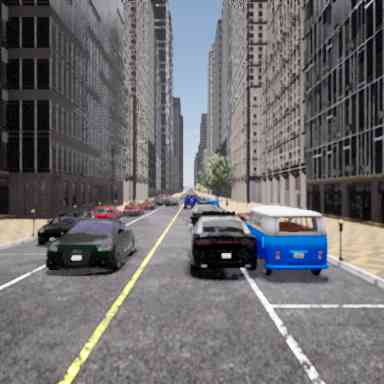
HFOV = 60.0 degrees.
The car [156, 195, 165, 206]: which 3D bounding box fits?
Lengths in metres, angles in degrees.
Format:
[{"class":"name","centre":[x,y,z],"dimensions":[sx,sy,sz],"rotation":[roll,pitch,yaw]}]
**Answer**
[{"class":"car","centre":[-5.741,1.652,55.757],"dimensions":[1.947,1.339,4.313],"rotation":[0,0,0]}]

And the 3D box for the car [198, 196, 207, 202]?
[{"class":"car","centre":[2.614,1.659,84.250],"dimensions":[2.008,1.369,4.403],"rotation":[0,0,0]}]

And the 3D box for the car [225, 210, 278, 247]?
[{"class":"car","centre":[2.673,1.611,15.885],"dimensions":[1.802,1.307,4.206],"rotation":[0,0,0]}]

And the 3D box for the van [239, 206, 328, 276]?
[{"class":"van","centre":[2.677,1.360,10.189],"dimensions":[1.690,1.788,3.998],"rotation":[0,0,0]}]

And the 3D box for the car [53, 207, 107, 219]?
[{"class":"car","centre":[-5.707,1.595,15.878],"dimensions":[1.947,1.339,4.313],"rotation":[0,0,0]}]

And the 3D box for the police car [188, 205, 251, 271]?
[{"class":"police car","centre":[0.891,1.446,11.182],"dimensions":[1.930,1.638,5.238],"rotation":[0,0,0]}]

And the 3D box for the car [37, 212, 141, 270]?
[{"class":"car","centre":[-3.110,1.584,10.957],"dimensions":[1.994,1.385,4.181],"rotation":[0,0,0]}]

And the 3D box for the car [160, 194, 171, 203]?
[{"class":"car","centre":[-5.757,1.416,72.849],"dimensions":[2.192,1.841,5.009],"rotation":[0,0,0]}]

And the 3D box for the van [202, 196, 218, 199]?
[{"class":"van","centre":[2.648,1.415,44.371],"dimensions":[1.690,1.788,3.998],"rotation":[0,0,0]}]

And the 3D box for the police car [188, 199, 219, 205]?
[{"class":"police car","centre":[0.882,1.464,21.182],"dimensions":[1.930,1.638,5.238],"rotation":[0,0,0]}]

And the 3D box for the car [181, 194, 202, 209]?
[{"class":"car","centre":[-0.038,1.298,47.641],"dimensions":[2.150,2.045,5.566],"rotation":[0,0,0]}]

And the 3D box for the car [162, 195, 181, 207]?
[{"class":"car","centre":[-3.122,1.648,52.646],"dimensions":[1.994,1.385,4.181],"rotation":[0,0,0]}]

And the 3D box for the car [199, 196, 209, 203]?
[{"class":"car","centre":[2.624,1.652,72.855],"dimensions":[2.008,1.369,4.403],"rotation":[0,0,0]}]

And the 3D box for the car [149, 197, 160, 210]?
[{"class":"car","centre":[-5.732,1.655,44.364],"dimensions":[1.802,1.307,4.206],"rotation":[0,0,0]}]

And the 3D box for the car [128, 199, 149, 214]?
[{"class":"car","centre":[-5.722,1.640,32.970],"dimensions":[1.802,1.307,4.206],"rotation":[0,0,0]}]

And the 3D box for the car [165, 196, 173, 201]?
[{"class":"car","centre":[-5.766,1.690,84.243],"dimensions":[1.802,1.307,4.206],"rotation":[0,0,0]}]

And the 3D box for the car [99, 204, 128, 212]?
[{"class":"car","centre":[-5.712,1.584,21.576],"dimensions":[1.887,1.381,4.507],"rotation":[0,0,0]}]
